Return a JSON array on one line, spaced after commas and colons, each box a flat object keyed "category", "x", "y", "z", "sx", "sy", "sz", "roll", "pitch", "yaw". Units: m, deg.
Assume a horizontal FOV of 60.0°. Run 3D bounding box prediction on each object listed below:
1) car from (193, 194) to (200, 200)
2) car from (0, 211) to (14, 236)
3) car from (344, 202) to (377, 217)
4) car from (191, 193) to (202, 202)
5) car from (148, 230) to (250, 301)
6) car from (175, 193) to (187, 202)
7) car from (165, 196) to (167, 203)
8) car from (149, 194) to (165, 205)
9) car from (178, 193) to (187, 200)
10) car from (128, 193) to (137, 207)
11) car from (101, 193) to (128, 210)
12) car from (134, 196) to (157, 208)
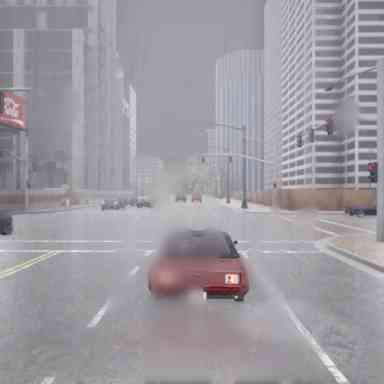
[{"category": "car", "x": 1.167, "y": 1.353, "z": 84.020, "sx": 1.812, "sy": 1.442, "sz": 4.674, "roll": 0, "pitch": 0, "yaw": 1}, {"category": "car", "x": -10.388, "y": 1.526, "z": 15.868, "sx": 1.812, "sy": 1.442, "sz": 4.674, "roll": 0, "pitch": 0, "yaw": 1}, {"category": "car", "x": 16.534, "y": 1.601, "z": 30.405, "sx": 4.718, "sy": 1.301, "sz": 1.895, "roll": 0, "pitch": 0, "yaw": 1}, {"category": "car", "x": 1.017, "y": 1.216, "z": 73.350, "sx": 2.150, "sy": 2.045, "sz": 5.566, "roll": 0, "pitch": 0, "yaw": 1}, {"category": "car", "x": 0.212, "y": 1.601, "z": 8.278, "sx": 1.895, "sy": 1.301, "sz": 4.718, "roll": 0, "pitch": 0, "yaw": 2}, {"category": "car", "x": -2.483, "y": 1.216, "z": 73.400, "sx": 2.150, "sy": 2.045, "sz": 5.566, "roll": 0, "pitch": 0, "yaw": 1}, {"category": "car", "x": -6.090, "y": 1.477, "z": 67.277, "sx": 1.882, "sy": 1.535, "sz": 5.008, "roll": 0, "pitch": 0, "yaw": 1}, {"category": "car", "x": -6.310, "y": 1.564, "z": 56.830, "sx": 1.994, "sy": 1.385, "sz": 4.181, "roll": 0, "pitch": 0, "yaw": 0}, {"category": "car", "x": -2.333, "y": 1.184, "z": 84.040, "sx": 2.097, "sy": 1.767, "sz": 4.553, "roll": 0, "pitch": 0, "yaw": 1}, {"category": "car", "x": -9.864, "y": 1.219, "z": 52.038, "sx": 2.150, "sy": 2.045, "sz": 5.566, "roll": 0, "pitch": 0, "yaw": 1}, {"category": "car", "x": -10.020, "y": 1.352, "z": 42.448, "sx": 2.097, "sy": 1.767, "sz": 4.553, "roll": 0, "pitch": 0, "yaw": 1}, {"category": "car", "x": -6.457, "y": 1.601, "z": 46.828, "sx": 1.895, "sy": 1.301, "sz": 4.718, "roll": 0, "pitch": 0, "yaw": 1}]
